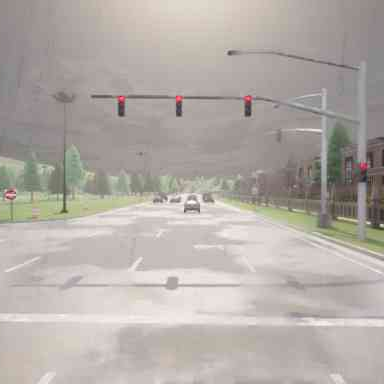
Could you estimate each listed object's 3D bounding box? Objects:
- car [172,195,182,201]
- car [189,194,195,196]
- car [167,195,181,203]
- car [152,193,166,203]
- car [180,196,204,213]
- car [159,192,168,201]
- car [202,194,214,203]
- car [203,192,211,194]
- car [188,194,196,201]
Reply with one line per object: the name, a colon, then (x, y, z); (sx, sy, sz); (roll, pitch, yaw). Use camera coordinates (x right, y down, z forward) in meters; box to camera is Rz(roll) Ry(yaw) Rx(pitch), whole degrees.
car: (-3.462, 1.372, 78.533); (2.033, 1.411, 5.357); (0, 0, 0)
car: (0.033, 1.352, 68.499); (2.097, 1.767, 4.553); (0, 0, 0)
car: (-3.467, 1.564, 68.530); (1.994, 1.385, 4.181); (0, 0, 0)
car: (-6.967, 1.525, 68.532); (1.812, 1.442, 4.674); (0, 0, 0)
car: (0.018, 1.547, 37.499); (2.033, 1.411, 5.357); (0, 0, 0)
car: (-6.962, 1.057, 78.565); (2.150, 2.045, 5.566); (0, 0, 0)
car: (3.533, 1.601, 68.557); (1.895, 1.301, 4.718); (0, 0, 0)
car: (3.538, 1.057, 78.560); (2.150, 2.045, 5.566); (0, 0, 0)
car: (0.038, 1.332, 78.532); (1.837, 1.490, 4.892); (0, 0, 0)
